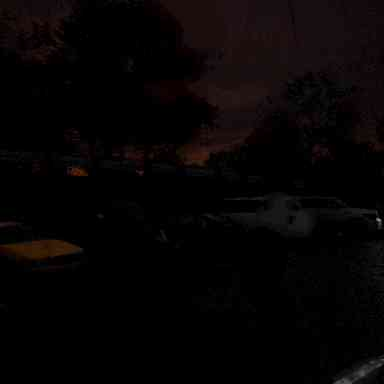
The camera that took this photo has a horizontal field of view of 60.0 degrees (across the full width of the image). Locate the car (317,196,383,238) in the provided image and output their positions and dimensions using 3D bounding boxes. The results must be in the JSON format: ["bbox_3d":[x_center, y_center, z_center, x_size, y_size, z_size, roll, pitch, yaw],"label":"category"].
[{"bbox_3d":[7.142,1.234,18.073,5.566,2.045,2.435,-1,-1,34],"label":"car"}]

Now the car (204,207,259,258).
[{"bbox_3d":[-0.264,1.488,12.806,4.892,1.521,2.231,-1,-1,35],"label":"car"}]

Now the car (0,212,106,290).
[{"bbox_3d":[-5.033,1.482,9.211,5.366,1.575,1.946,-1,-1,34],"label":"car"}]

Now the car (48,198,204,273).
[{"bbox_3d":[-2.704,1.235,11.048,5.566,2.045,2.435,-1,-1,35],"label":"car"}]

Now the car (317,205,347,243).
[{"bbox_3d":[4.684,1.515,16.313,4.792,1.488,2.163,-1,-1,35],"label":"car"}]

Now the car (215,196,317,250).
[{"bbox_3d":[2.169,1.235,14.597,5.566,2.045,2.435,-1,-1,34],"label":"car"}]
